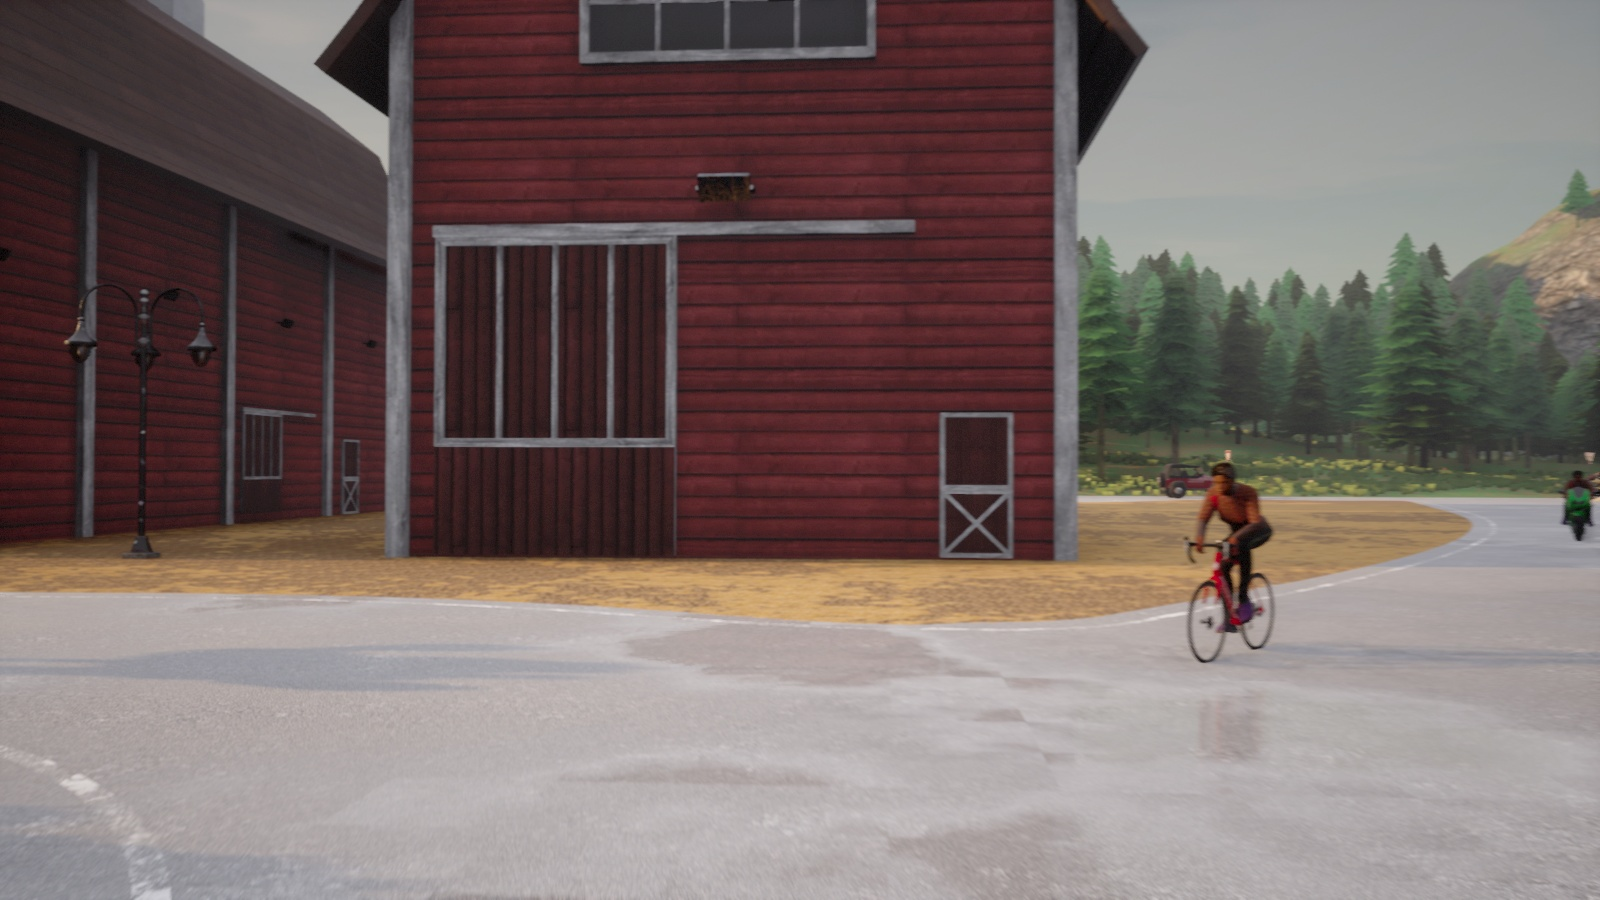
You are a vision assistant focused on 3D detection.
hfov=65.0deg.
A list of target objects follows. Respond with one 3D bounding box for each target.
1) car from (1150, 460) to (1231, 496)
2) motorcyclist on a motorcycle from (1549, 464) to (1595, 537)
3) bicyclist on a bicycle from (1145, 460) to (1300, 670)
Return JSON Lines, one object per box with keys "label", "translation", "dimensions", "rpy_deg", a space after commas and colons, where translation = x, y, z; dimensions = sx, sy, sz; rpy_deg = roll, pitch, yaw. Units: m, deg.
{"label": "car", "translation": [21.218, 1.513, 68.374], "dimensions": [3.866, 1.878, 1.905], "rpy_deg": [0, -1, 5]}
{"label": "motorcyclist on a motorcycle", "translation": [16.739, 1.068, 27.268], "dimensions": [0.797, 1.523, 2.044], "rpy_deg": [0, -1, 30]}
{"label": "bicyclist on a bicycle", "translation": [3.588, 0.904, 10.591], "dimensions": [0.582, 1.620, 1.656], "rpy_deg": [-1, -1, 43]}
